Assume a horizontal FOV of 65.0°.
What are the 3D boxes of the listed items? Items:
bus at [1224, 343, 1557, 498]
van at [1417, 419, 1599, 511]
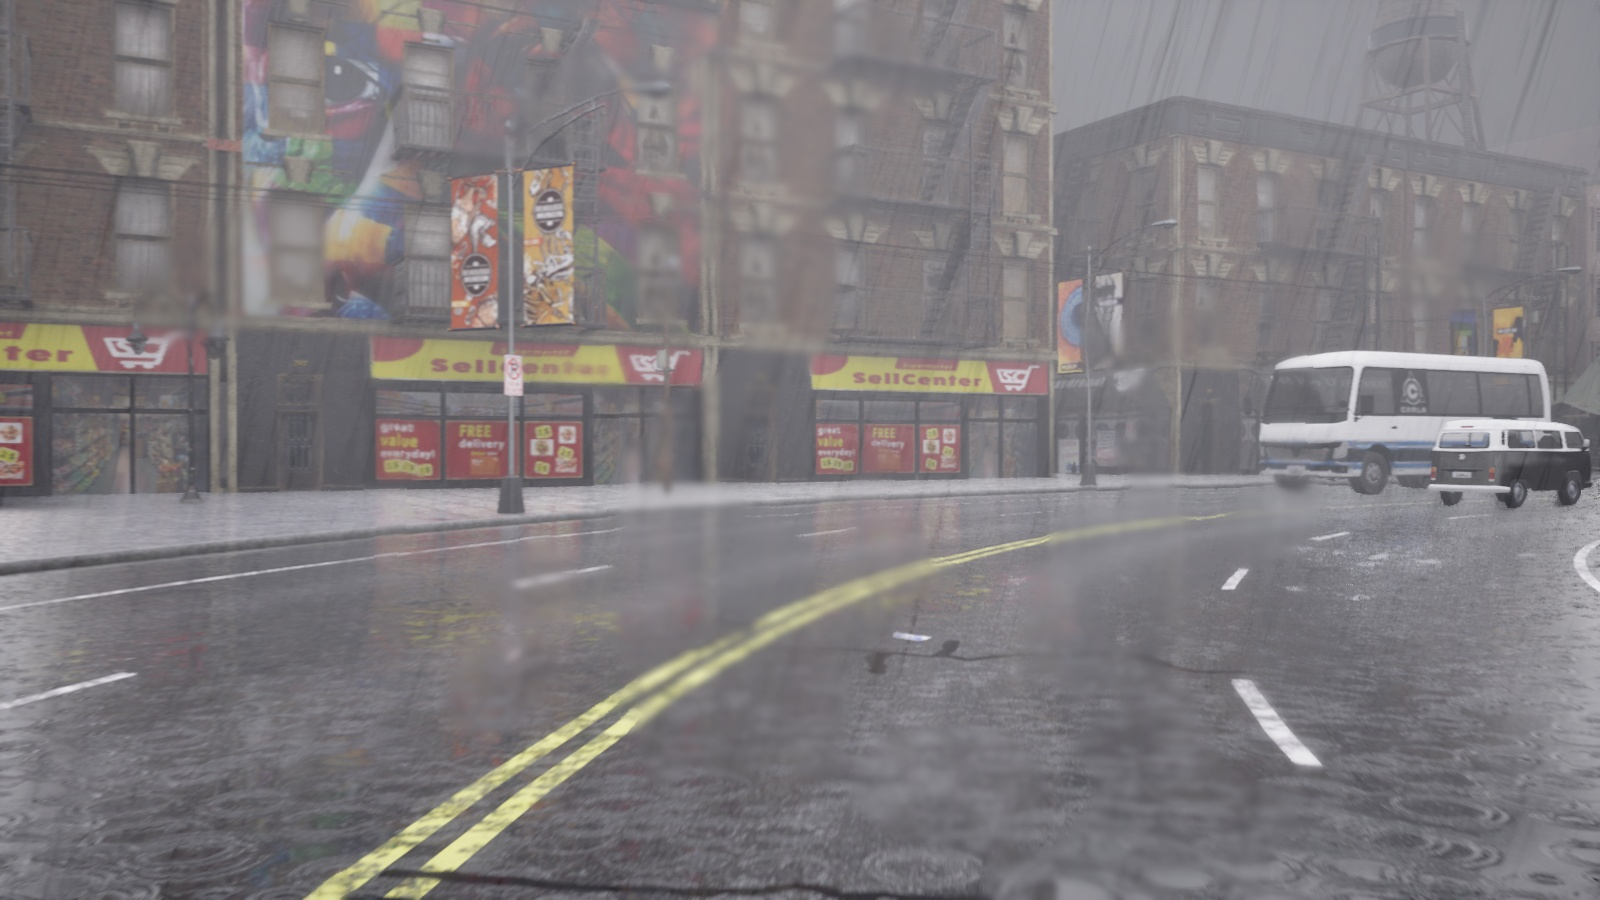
[{"bbox_3d":[18.277,-0.819,38.670,10.273,4.253,3.944,0,0,-28],"label":"bus"},{"bbox_3d":[16.958,0.329,29.869,4.480,2.038,2.069,0,0,-33],"label":"van"}]
